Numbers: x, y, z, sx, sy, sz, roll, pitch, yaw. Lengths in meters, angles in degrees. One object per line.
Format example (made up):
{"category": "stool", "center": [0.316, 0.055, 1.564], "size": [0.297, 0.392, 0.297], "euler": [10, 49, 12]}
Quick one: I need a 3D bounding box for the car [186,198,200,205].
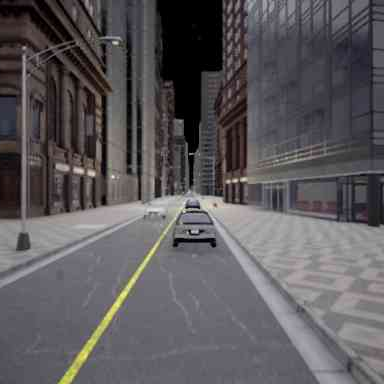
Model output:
{"category": "car", "center": [0.113, 1.575, 46.398], "size": [1.994, 1.385, 4.181], "euler": [0, 0, 0]}

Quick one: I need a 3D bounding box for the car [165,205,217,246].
{"category": "car", "center": [0.105, 1.552, 15.162], "size": [2.033, 1.411, 5.357], "euler": [0, 0, 0]}

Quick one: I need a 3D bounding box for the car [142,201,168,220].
{"category": "car", "center": [-3.043, 1.533, 28.387], "size": [1.812, 1.442, 4.674], "euler": [0, 0, 0]}
